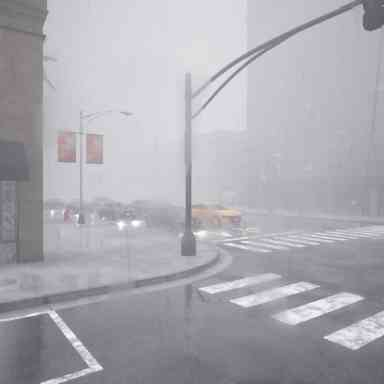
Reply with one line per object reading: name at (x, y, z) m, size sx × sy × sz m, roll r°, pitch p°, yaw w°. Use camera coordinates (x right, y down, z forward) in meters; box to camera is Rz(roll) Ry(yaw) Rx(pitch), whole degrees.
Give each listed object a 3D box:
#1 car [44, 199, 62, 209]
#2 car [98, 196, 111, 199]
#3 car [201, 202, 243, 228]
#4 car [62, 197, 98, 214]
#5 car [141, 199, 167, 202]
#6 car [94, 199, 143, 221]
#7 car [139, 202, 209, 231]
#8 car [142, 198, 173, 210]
car at (-18.186, 1.535, 44.070) m, size 1.895 × 1.301 × 4.718 m, roll 0°, pitch 0°, yaw -35°
car at (-10.241, 1.295, 38.540) m, size 2.097 × 1.767 × 4.553 m, roll 0°, pitch 0°, yaw -36°
car at (1.298, 1.451, 22.518) m, size 1.882 × 1.535 × 5.008 m, roll 0°, pitch 0°, yaw -35°
car at (-12.058, 1.475, 35.504) m, size 1.812 × 1.442 × 4.674 m, roll 0°, pitch 0°, yaw -36°
car at (-4.252, 1.464, 30.216) m, size 1.837 × 1.490 × 4.892 m, roll 0°, pitch 0°, yaw -36°
car at (-6.131, 1.529, 27.253) m, size 1.994 × 1.385 × 4.181 m, roll 0°, pitch 0°, yaw -37°
car at (-1.210, 1.542, 20.437) m, size 1.994 × 1.385 × 4.181 m, roll 0°, pitch 0°, yaw -36°
car at (-4.415, 1.500, 41.898) m, size 1.994 × 1.385 × 4.181 m, roll 0°, pitch 0°, yaw -36°
